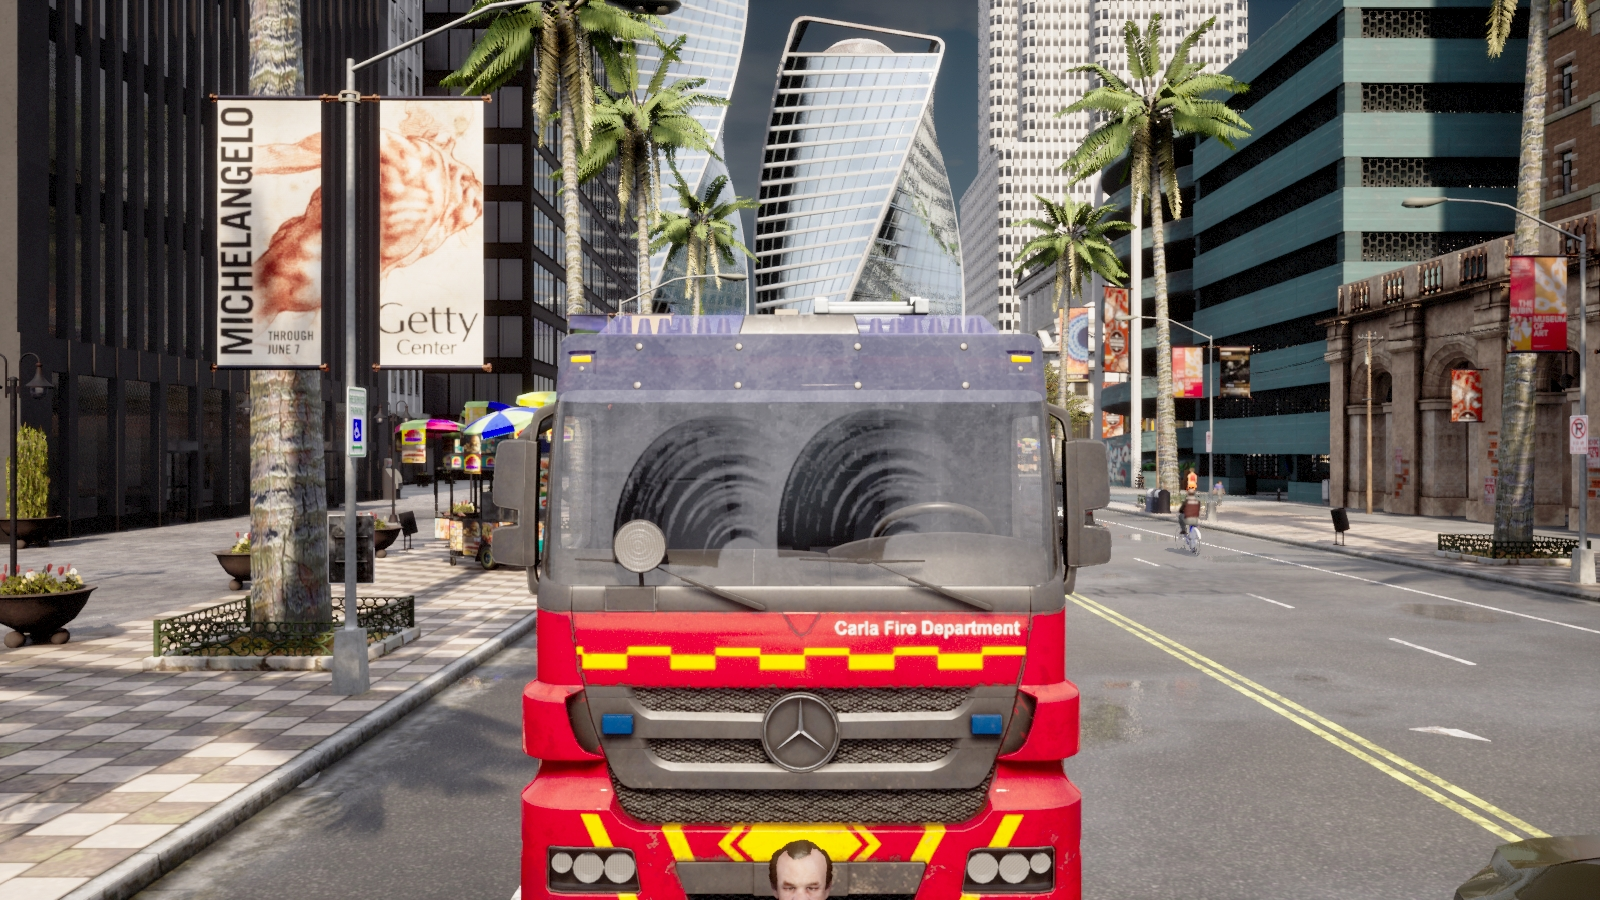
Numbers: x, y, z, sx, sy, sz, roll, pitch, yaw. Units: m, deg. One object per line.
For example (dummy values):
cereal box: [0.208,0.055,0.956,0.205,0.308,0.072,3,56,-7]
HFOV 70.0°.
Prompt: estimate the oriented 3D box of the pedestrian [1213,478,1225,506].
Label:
pedestrian: [19.703,1.976,53.704,0.375,1.300,0.375,0,0,-8]

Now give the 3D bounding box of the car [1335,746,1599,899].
car: [3.504,2.061,2.660,2.231,1.480,4.892,0,0,0]

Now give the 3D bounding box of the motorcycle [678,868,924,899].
motorcycle: [0.003,2.182,3.373,0.856,1.236,1.805,0,0,0]

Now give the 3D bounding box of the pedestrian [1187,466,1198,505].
pedestrian: [18.795,1.696,54.704,0.375,1.860,0.375,0,0,-7]

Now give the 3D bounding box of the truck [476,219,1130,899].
truck: [0.019,0.890,9.289,2.891,3.827,8.468,0,0,0]
